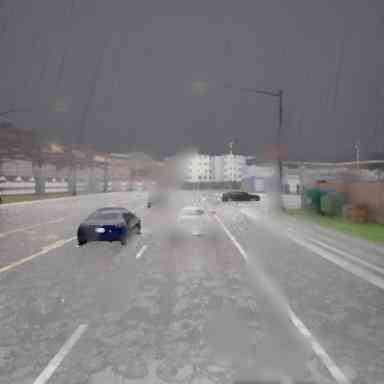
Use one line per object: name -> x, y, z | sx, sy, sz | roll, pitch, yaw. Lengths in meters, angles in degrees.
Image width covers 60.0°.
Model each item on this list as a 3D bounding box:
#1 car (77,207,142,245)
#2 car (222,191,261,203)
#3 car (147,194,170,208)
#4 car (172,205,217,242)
car -> -3.402, 1.340, 14.313 | 1.994, 1.385, 4.181 | 0, 1, 0
car -> 6.293, 0.629, 42.294 | 4.892, 1.490, 1.837 | 0, -6, -4
car -> -3.387, 0.862, 34.005 | 2.033, 1.411, 5.357 | 0, 1, 1
car -> 0.097, 1.289, 14.929 | 1.812, 1.442, 4.674 | 0, 1, 0
